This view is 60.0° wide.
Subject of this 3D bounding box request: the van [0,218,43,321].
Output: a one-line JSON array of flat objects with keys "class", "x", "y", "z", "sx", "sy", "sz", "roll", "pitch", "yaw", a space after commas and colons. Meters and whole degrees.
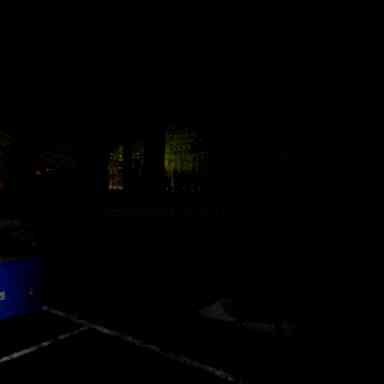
[{"class": "van", "x": -4.360, "y": 1.293, "z": 5.937, "sx": 3.998, "sy": 1.788, "sz": 1.690, "roll": 0, "pitch": 0, "yaw": 36}]
